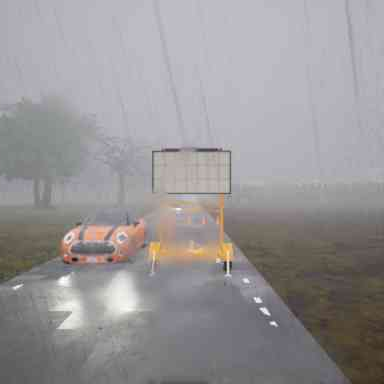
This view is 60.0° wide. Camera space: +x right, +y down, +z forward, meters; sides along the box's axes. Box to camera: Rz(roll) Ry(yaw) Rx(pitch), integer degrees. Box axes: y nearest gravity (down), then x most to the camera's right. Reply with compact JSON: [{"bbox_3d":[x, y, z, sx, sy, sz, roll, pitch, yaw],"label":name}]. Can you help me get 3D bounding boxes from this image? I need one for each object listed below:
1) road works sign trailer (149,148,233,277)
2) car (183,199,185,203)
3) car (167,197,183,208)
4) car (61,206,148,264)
[{"bbox_3d":[-0.004,0.463,10.275,2.380,3.560,2.880,0,0,1],"label":"road works sign trailer"},{"bbox_3d":[-2.827,2.026,81.626,1.994,1.385,4.181,0,0,0],"label":"car"},{"bbox_3d":[-2.896,1.843,52.749,1.895,1.301,4.718,0,-1,0],"label":"car"},{"bbox_3d":[-2.861,1.353,11.754,2.097,1.767,4.553,0,0,0],"label":"car"}]
